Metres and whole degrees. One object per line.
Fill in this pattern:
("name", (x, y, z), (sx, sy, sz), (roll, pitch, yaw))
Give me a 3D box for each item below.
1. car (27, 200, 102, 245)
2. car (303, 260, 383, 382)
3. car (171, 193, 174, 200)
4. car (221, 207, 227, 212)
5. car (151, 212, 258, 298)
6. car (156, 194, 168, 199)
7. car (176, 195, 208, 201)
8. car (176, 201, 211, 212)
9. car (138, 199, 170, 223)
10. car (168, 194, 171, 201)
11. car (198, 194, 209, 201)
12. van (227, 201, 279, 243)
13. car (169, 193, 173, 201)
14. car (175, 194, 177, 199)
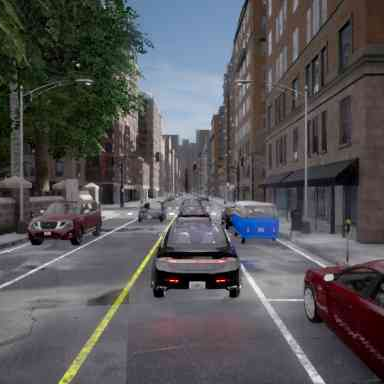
("car", (-5.674, 1.310, 15.570), (2.192, 1.841, 5.009), (0, 0, 0))
("car", (2.853, 1.544, 4.291), (1.887, 1.381, 4.507), (0, 0, 0))
("car", (-5.691, 1.491, 75.611), (1.887, 1.381, 4.507), (0, 0, 0))
("car", (2.849, 1.557, 21.272), (1.947, 1.339, 4.313), (0, 0, 0))
("car", (0.098, 1.490, 8.513), (2.128, 1.511, 4.902), (0, 0, 0))
("car", (-5.686, 1.480, 59.088), (1.752, 1.417, 4.829), (0, 0, 0))
("car", (-0.009, 1.338, 27.629), (2.097, 1.767, 4.553), (0, 0, 0))
("car", (0.093, 1.485, 18.452), (2.128, 1.511, 4.902), (0, 0, 0))
("car", (-3.010, 1.517, 25.846), (1.812, 1.442, 4.674), (0, 0, 0))
("car", (-5.688, 1.502, 64.709), (2.008, 1.369, 4.403), (0, 0, 0))
("car", (2.833, 1.387, 75.649), (1.967, 1.590, 4.097), (0, 0, 0))
("van", (2.850, 1.336, 15.612), (1.690, 1.788, 3.998), (0, 0, 0))
("car", (-5.689, 1.493, 70.160), (1.887, 1.381, 4.507), (0, 0, 0))
("car", (-5.694, 1.496, 86.512), (2.008, 1.369, 4.403), (0, 0, 0))
